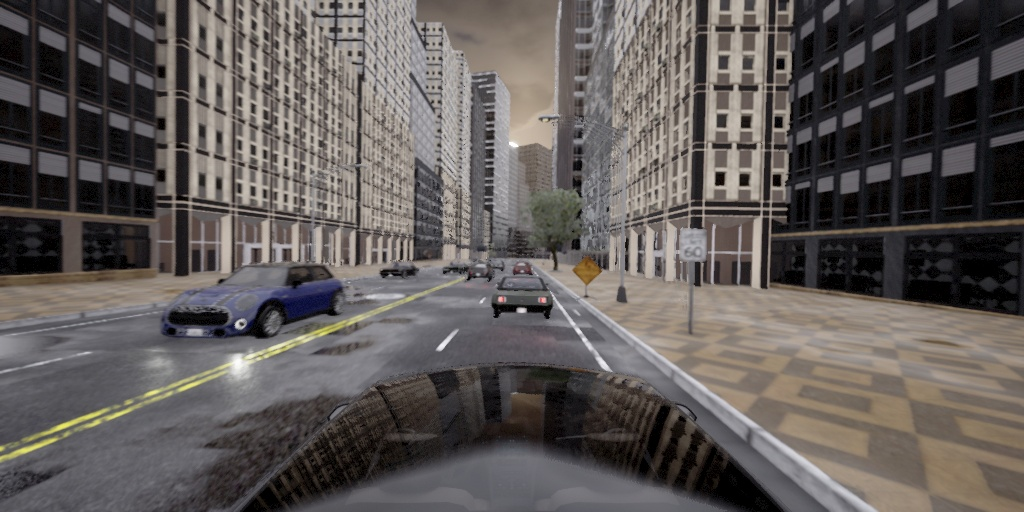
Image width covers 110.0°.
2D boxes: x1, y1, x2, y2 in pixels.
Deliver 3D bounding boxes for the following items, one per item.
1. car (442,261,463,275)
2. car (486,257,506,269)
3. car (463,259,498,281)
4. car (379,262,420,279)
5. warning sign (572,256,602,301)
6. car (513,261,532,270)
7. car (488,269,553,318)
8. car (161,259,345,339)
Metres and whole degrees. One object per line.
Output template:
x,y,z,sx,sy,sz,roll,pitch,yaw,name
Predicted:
-5.591,1.206,35.852,1.895,1.301,4.718,1,0,2,car
-1.893,1.209,47.136,2.033,1.411,5.357,1,0,2,car
-2.423,1.198,28.722,1.812,1.442,4.674,1,0,2,car
-9.086,1.148,29.255,1.895,1.301,4.718,1,0,2,car
3.181,0.908,15.426,1.300,1.860,1.060,0,0,2,warning sign
1.022,1.255,35.476,1.812,1.442,4.674,1,0,2,car
0.367,1.343,12.958,1.895,1.301,4.718,1,0,2,car
-6.427,0.971,9.593,2.097,1.767,4.553,1,0,2,car
